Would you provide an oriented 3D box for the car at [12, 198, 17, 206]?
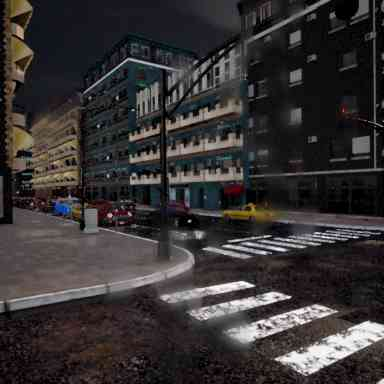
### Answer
[{"bbox_3d":[-31.539,1.783,59.977,1.887,1.381,4.507,-1,1,-35],"label":"car"}]

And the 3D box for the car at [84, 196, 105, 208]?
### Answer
[{"bbox_3d":[-15.081,1.502,51.318,1.967,1.590,4.097,-1,1,-35],"label":"car"}]

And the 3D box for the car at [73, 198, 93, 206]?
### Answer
[{"bbox_3d":[-18.292,1.644,55.826,1.947,1.339,4.313,-1,1,-35],"label":"car"}]

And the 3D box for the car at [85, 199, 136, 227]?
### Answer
[{"bbox_3d":[-5.846,1.553,23.922,1.967,1.590,4.097,-1,1,-35],"label":"car"}]

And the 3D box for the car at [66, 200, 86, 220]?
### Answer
[{"bbox_3d":[-8.957,1.652,28.290,1.752,1.417,4.829,-1,1,-35],"label":"car"}]

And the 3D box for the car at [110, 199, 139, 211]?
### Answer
[{"bbox_3d":[-8.656,1.581,42.305,2.008,1.369,4.403,-1,1,-35],"label":"car"}]

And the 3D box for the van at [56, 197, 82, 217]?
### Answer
[{"bbox_3d":[-12.271,1.483,32.934,1.690,1.788,3.998,-1,1,-35],"label":"van"}]

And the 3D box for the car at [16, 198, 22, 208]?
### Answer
[{"bbox_3d":[-25.115,1.770,50.963,1.947,1.339,4.313,-1,1,-35],"label":"car"}]

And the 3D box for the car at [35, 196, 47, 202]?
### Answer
[{"bbox_3d":[-37.563,1.728,82.867,1.887,1.381,4.507,-1,1,-35],"label":"car"}]

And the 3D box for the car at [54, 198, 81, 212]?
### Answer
[{"bbox_3d":[-16.077,1.623,42.805,2.128,1.511,4.902,-1,0,-35],"label":"car"}]

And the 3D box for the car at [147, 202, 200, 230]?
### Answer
[{"bbox_3d":[-1.304,1.627,22.011,1.994,1.385,4.181,-1,0,-36],"label":"car"}]

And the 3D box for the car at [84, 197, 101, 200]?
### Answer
[{"bbox_3d":[-8.764,1.574,32.483,1.882,1.535,5.008,-1,0,-35],"label":"car"}]

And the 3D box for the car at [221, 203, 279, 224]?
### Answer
[{"bbox_3d":[4.093,1.498,24.417,1.752,1.417,4.829,-1,1,-35],"label":"car"}]

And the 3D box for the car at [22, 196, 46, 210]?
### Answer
[{"bbox_3d":[-21.905,1.628,46.455,1.967,1.590,4.097,-1,1,-35],"label":"car"}]

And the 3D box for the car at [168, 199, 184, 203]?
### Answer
[{"bbox_3d":[-2.233,1.441,33.291,1.967,1.590,4.097,-1,1,-35],"label":"car"}]

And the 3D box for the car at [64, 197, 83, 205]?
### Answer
[{"bbox_3d":[-21.504,1.646,60.333,2.008,1.369,4.403,-1,1,-35],"label":"car"}]
